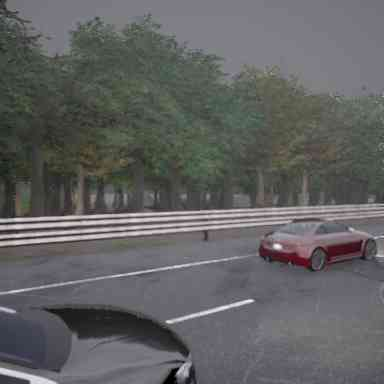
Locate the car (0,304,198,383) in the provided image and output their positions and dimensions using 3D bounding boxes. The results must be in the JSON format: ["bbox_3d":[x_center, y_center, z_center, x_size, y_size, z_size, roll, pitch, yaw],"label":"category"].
[{"bbox_3d":[-2.170,1.488,2.159,4.902,1.511,2.128,0,0,-36],"label":"car"}]

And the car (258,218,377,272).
[{"bbox_3d":[4.146,1.554,10.800,4.181,1.385,1.994,0,0,-34],"label":"car"}]
